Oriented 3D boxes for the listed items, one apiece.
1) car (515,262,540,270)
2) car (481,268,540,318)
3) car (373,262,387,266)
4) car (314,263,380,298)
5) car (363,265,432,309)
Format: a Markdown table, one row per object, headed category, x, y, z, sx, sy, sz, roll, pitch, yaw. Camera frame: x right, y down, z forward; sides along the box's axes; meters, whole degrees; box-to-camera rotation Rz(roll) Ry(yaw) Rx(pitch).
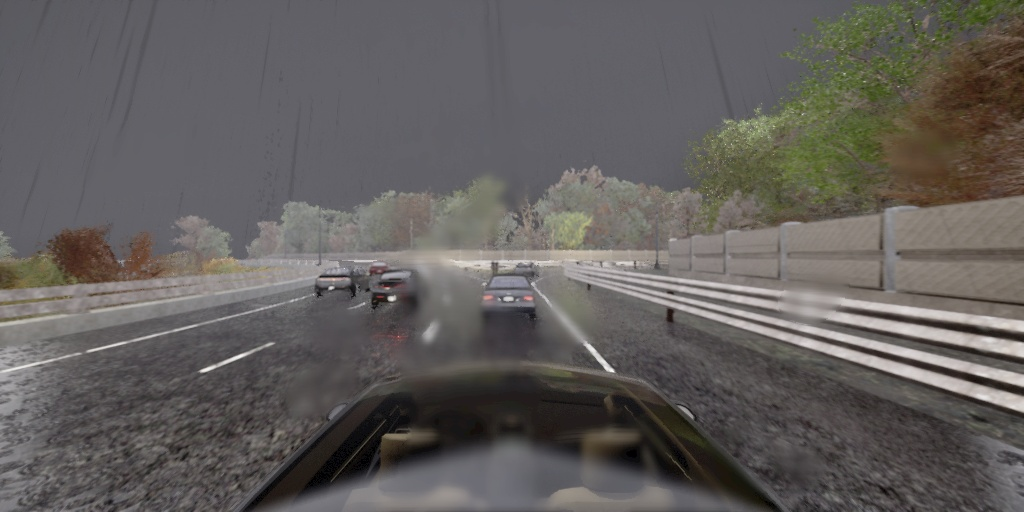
| category | x | y | z | sx | sy | sz | roll | pitch | yaw |
| --- | --- | --- | --- | --- | --- | --- | --- | --- | --- |
| car | 1.462 | 1.310 | 33.712 | 2.128 | 1.511 | 4.902 | 0 | 0 | 13 |
| car | -0.100 | 1.323 | 13.085 | 2.033 | 1.411 | 5.357 | 0 | 0 | -1 |
| car | -14.015 | 1.342 | 37.891 | 1.882 | 1.535 | 5.008 | 0 | 0 | -20 |
| car | -8.773 | 1.300 | 19.011 | 2.128 | 1.511 | 4.902 | 0 | 0 | -10 |
| car | -4.633 | 1.296 | 15.349 | 1.837 | 1.490 | 4.892 | 0 | 0 | -7 |
